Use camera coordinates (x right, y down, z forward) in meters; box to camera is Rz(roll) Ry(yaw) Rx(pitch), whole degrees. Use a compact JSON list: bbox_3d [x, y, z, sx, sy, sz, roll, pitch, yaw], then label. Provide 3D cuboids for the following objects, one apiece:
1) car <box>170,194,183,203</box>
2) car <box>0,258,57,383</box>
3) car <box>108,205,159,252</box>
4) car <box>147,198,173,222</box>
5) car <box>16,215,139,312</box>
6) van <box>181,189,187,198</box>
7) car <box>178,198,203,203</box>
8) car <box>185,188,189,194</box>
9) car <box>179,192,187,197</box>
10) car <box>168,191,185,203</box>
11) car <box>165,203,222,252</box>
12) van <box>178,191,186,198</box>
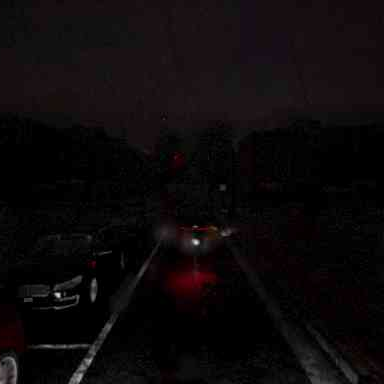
[{"bbox_3d":[-2.565,1.095,56.028,1.752,1.417,4.829,-2,0,0],"label":"car"},{"bbox_3d":[-2.651,1.560,2.091,1.802,1.307,4.206,-1,1,0],"label":"car"},{"bbox_3d":[-2.637,1.430,12.991,2.008,1.369,4.403,-2,1,0],"label":"car"},{"bbox_3d":[-2.618,1.372,23.885,1.802,1.307,4.206,-2,0,0],"label":"car"},{"bbox_3d":[-2.646,1.478,7.542,2.008,1.369,4.403,-2,1,0],"label":"car"},{"bbox_3d":[-2.538,0.738,72.815,1.690,1.788,3.998,-1,1,0],"label":"van"},{"bbox_3d":[0.173,1.383,25.072,1.895,1.301,4.718,0,0,1],"label":"car"},{"bbox_3d":[-2.529,0.640,78.357,2.192,1.841,5.009,-1,1,0],"label":"car"},{"bbox_3d":[-2.491,0.622,94.979,2.008,1.369,4.403,-1,1,0],"label":"car"},{"bbox_3d":[-2.578,1.048,50.661,1.967,1.590,4.097,-2,0,0],"label":"car"},{"bbox_3d":[0.124,1.381,13.247,1.837,1.490,4.892,0,0,0],"label":"car"},{"bbox_3d":[-2.517,0.587,83.894,1.690,1.788,3.998,-1,1,0],"label":"van"}]
